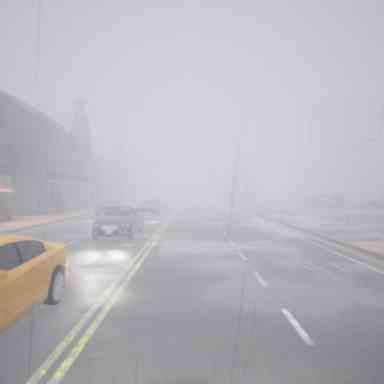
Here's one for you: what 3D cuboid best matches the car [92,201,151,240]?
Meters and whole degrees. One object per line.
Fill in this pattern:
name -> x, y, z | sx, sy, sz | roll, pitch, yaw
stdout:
car -> -3.600, 1.452, 16.848 | 2.128, 1.511, 4.902 | 0, 0, 0

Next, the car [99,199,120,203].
car -> -7.034, 1.292, 28.900 | 1.994, 1.385, 4.181 | 0, 0, 0

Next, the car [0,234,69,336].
car -> -3.601, 1.467, 5.223 | 1.882, 1.535, 5.008 | 0, 0, 0

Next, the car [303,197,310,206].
car -> 17.714, 1.030, 45.710 | 4.605, 1.855, 1.932 | 0, 0, -2

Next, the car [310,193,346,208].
car -> 17.737, 1.040, 42.816 | 3.866, 1.878, 1.905 | 0, 0, -2

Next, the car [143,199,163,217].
car -> -3.534, 1.277, 28.904 | 2.033, 1.411, 5.357 | 0, 0, 0
